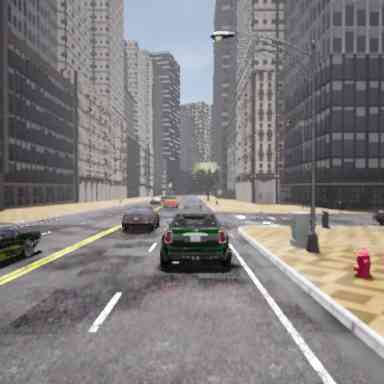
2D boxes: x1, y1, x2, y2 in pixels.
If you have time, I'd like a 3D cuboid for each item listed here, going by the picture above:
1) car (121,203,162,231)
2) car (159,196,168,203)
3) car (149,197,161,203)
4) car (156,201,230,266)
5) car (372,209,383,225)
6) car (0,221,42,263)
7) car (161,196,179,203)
[{"bbox_3d":[-3.135,1.635,21.121,2.033,1.411,5.357,0,-1,0],"label":"car"},{"bbox_3d":[-6.461,1.679,75.718,1.812,1.442,4.674,0,0,0],"label":"car"},{"bbox_3d":[-6.498,1.726,59.878,1.895,1.301,4.718,0,0,1],"label":"car"},{"bbox_3d":[0.102,1.376,11.770,2.097,1.767,4.553,0,0,0],"label":"car"},{"bbox_3d":[15.933,1.864,25.005,4.403,1.369,2.008,1,0,-1],"label":"car"},{"bbox_3d":[-6.562,1.627,10.194,1.895,1.301,4.718,0,0,0],"label":"car"},{"bbox_3d":[-3.125,1.457,51.292,2.097,1.767,4.553,0,0,0],"label":"car"}]
